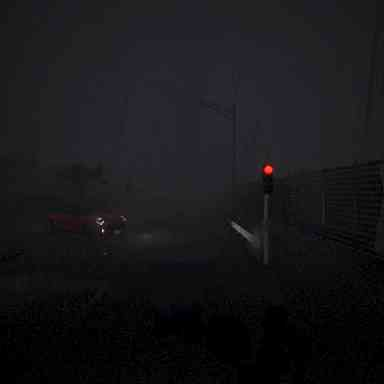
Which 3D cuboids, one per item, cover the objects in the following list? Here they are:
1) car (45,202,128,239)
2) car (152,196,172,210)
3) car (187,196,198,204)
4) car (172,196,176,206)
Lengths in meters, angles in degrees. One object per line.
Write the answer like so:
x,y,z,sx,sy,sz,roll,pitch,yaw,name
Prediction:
-5.470,1.352,17.208,4.553,1.767,2.097,0,1,32,car
-4.029,1.564,43.385,1.994,1.385,4.181,0,0,0,car
0.102,1.505,63.183,1.837,1.490,4.892,0,0,0,car
-4.006,1.478,53.457,1.882,1.535,5.008,0,0,0,car
